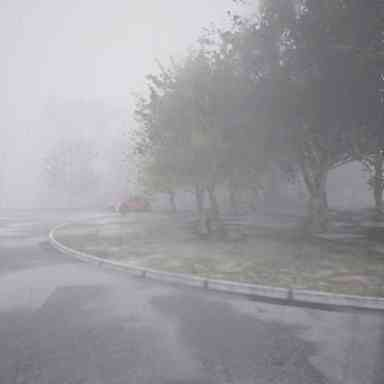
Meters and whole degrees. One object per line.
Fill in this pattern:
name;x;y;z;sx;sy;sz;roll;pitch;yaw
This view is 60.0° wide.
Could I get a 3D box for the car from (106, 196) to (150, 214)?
car;-6.538;1.225;34.249;2.097;1.767;4.553;0;1;40
